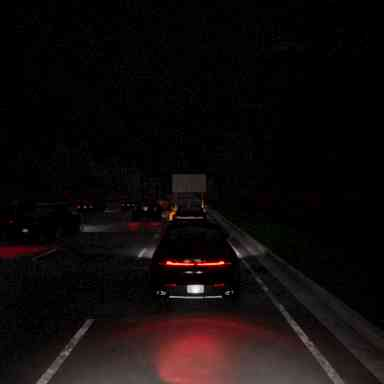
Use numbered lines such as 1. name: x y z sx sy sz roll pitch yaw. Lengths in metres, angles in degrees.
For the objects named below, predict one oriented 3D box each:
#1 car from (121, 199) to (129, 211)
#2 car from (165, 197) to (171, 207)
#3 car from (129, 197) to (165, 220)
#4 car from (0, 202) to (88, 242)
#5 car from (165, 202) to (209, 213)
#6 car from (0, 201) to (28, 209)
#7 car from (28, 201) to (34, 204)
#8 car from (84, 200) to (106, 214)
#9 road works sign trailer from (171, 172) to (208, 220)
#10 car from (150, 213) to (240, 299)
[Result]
1. car: -7.234 1.546 40.187 2.033 1.411 5.357 0 0 -1
2. car: -3.750 1.352 41.882 2.097 1.767 4.553 0 0 -1
3. car: -3.623 1.352 27.714 2.097 1.767 4.553 0 0 -1
4. car: -7.020 1.477 16.471 1.882 1.535 5.008 0 0 0
5. car: -0.074 1.488 18.817 2.128 1.511 4.902 0 0 1
6. car: -10.525 1.352 16.684 2.097 1.767 4.553 0 0 0
7. car: -14.125 1.506 28.008 1.837 1.490 4.892 0 0 -1
8. car: -10.695 1.547 35.717 2.033 1.411 5.357 0 0 -1
9. road works sign trailer: -0.191 0.464 22.687 2.380 3.560 2.880 0 0 -3
10. car: 0.045 1.505 8.427 1.837 1.490 4.892 0 0 0
